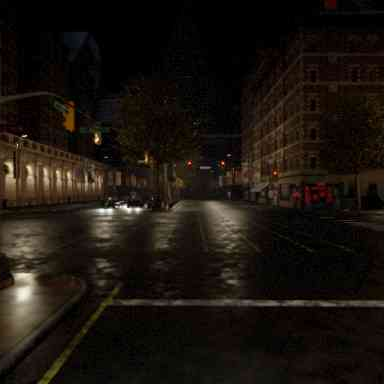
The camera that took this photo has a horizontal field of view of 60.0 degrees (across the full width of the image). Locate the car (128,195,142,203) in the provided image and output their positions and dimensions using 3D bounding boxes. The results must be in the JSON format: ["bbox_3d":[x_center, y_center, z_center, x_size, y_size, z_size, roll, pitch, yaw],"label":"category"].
[{"bbox_3d":[-11.465,1.488,67.332,2.128,1.511,4.902,0,0,0],"label":"car"}]

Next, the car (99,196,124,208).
[{"bbox_3d":[-11.496,1.489,47.264,2.128,1.511,4.902,0,0,0],"label":"car"}]

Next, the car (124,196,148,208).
[{"bbox_3d":[-7.995,1.561,47.634,1.994,1.385,4.181,0,0,1],"label":"car"}]

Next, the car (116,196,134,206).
[{"bbox_3d":[-11.470,1.488,57.256,2.128,1.511,4.902,0,0,0],"label":"car"}]

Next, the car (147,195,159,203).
[{"bbox_3d":[-7.965,1.474,68.160,1.882,1.535,5.008,0,0,0],"label":"car"}]

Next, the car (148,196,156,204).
[{"bbox_3d":[-7.970,1.502,57.819,1.837,1.490,4.892,0,0,0],"label":"car"}]

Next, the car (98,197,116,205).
[{"bbox_3d":[-14.719,1.592,57.817,1.895,1.301,4.718,0,0,0],"label":"car"}]
